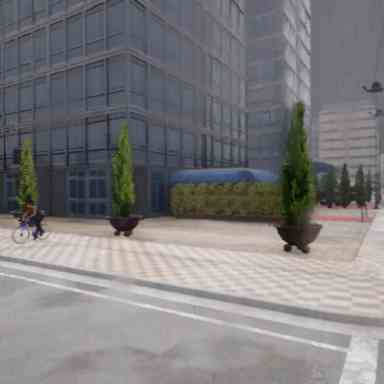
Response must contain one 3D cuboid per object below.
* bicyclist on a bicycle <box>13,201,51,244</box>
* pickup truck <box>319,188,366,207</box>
[{"bbox_3d":[-6.357,1.196,13.290,0.582,1.620,1.656,0,1,31],"label":"bicyclist on a bicycle"},{"bbox_3d":[17.096,0.526,37.988,6.274,2.098,2.390,-1,1,-29],"label":"pickup truck"}]
